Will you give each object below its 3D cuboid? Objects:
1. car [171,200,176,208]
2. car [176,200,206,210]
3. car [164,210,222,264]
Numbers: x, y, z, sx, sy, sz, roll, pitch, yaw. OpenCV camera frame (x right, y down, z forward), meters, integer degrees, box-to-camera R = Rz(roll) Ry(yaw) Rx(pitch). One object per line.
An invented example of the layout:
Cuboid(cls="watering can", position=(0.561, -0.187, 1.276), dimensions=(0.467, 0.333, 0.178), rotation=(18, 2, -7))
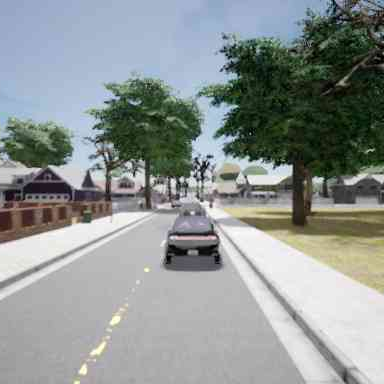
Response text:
Cuboid(cls="car", position=(-2.753, 2.182, 59.480), dimensions=(2.033, 1.411, 5.357), rotation=(0, -1, 0))
Cuboid(cls="car", position=(0.053, 1.644, 27.294), dimensions=(2.097, 1.767, 4.553), rotation=(0, -1, 1))
Cuboid(cls="car", position=(0.050, 1.626, 12.376), dimensions=(2.128, 1.511, 4.902), rotation=(0, -1, 1))
